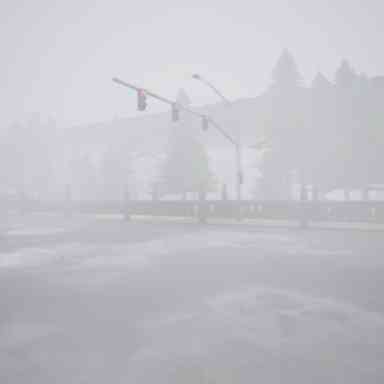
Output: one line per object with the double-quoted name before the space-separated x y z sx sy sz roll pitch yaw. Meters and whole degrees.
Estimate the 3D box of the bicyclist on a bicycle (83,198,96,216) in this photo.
"bicyclist on a bicycle" -9.240 1.352 30.132 0.582 1.620 1.656 0 1 30
